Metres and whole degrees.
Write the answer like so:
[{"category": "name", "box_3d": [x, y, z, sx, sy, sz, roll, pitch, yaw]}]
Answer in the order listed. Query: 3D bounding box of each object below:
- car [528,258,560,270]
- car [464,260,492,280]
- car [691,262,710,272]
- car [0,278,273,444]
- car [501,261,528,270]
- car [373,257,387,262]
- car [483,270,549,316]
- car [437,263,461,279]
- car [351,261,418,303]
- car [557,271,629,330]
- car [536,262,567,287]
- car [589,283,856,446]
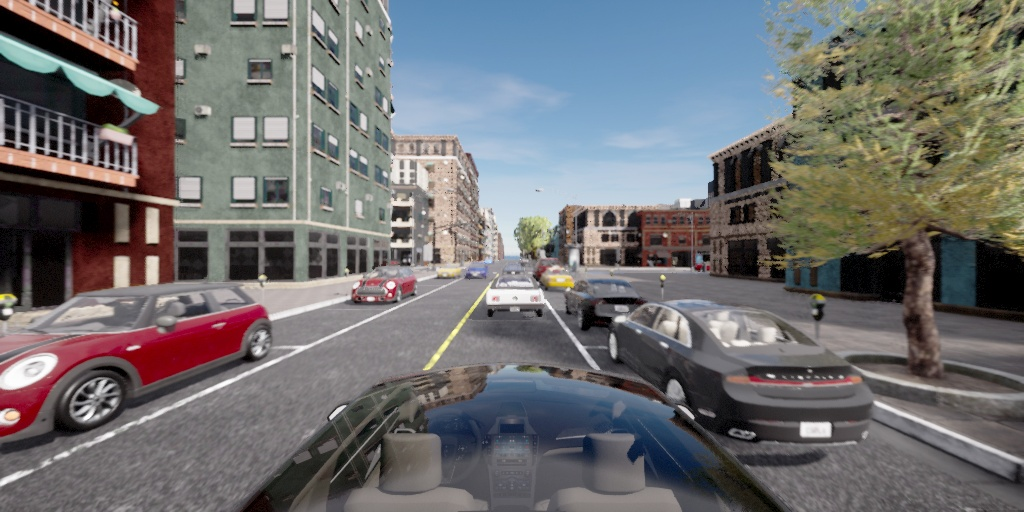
[{"category": "car", "box_3d": [2.682, 1.090, 27.517, 2.192, 1.841, 5.009, 0, 0, 0]}, {"category": "car", "box_3d": [-3.074, 1.305, 32.389, 1.812, 1.442, 4.674, 0, 0, 0]}, {"category": "car", "box_3d": [26.133, 1.465, 47.550, 4.507, 1.381, 1.888, 0, 0, 0]}, {"category": "car", "box_3d": [-5.692, 1.193, 5.356, 1.967, 1.591, 4.097, 0, 0, 0]}, {"category": "car", "box_3d": [0.091, 1.323, 28.902, 2.033, 1.411, 5.357, 0, 0, 0]}, {"category": "car", "box_3d": [-17.291, 1.057, 47.282, 5.009, 1.841, 2.192, 0, 0, 0]}, {"category": "car", "box_3d": [0.096, 1.362, 13.339, 1.895, 1.301, 4.718, 0, 0, 0]}, {"category": "car", "box_3d": [-5.701, 1.305, 32.885, 1.751, 1.417, 4.829, 0, 0, 0]}, {"category": "car", "box_3d": [-5.695, 1.204, 16.435, 1.967, 1.591, 4.097, 0, 0, 0]}, {"category": "car", "box_3d": [2.687, 1.325, 10.898, 1.948, 1.339, 4.313, 0, 0, 0]}, {"category": "car", "box_3d": [2.684, 1.295, 22.147, 1.751, 1.417, 4.829, 0, 0, 0]}, {"category": "car", "box_3d": [2.689, 1.304, 5.358, 2.007, 1.370, 4.403, 0, 0, 0]}]
